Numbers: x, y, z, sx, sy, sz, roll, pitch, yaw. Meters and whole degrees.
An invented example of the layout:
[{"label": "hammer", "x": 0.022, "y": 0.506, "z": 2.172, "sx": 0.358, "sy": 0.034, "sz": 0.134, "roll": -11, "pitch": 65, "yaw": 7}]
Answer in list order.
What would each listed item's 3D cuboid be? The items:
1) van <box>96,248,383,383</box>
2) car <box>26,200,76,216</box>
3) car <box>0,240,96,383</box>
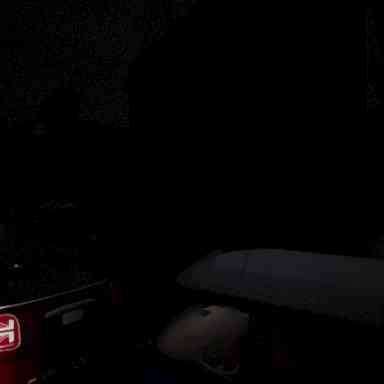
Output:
[{"label": "van", "x": 1.494, "y": 1.341, "z": 1.753, "sx": 3.998, "sy": 1.788, "sz": 1.690, "roll": 0, "pitch": 0, "yaw": 35}, {"label": "car", "x": -13.579, "y": 1.506, "z": 32.279, "sx": 1.812, "sy": 1.442, "sz": 4.674, "roll": -1, "pitch": 0, "yaw": 35}, {"label": "car", "x": -2.935, "y": 1.441, "z": 4.908, "sx": 4.097, "sy": 1.590, "sz": 1.967, "roll": 0, "pitch": 0, "yaw": 35}]
